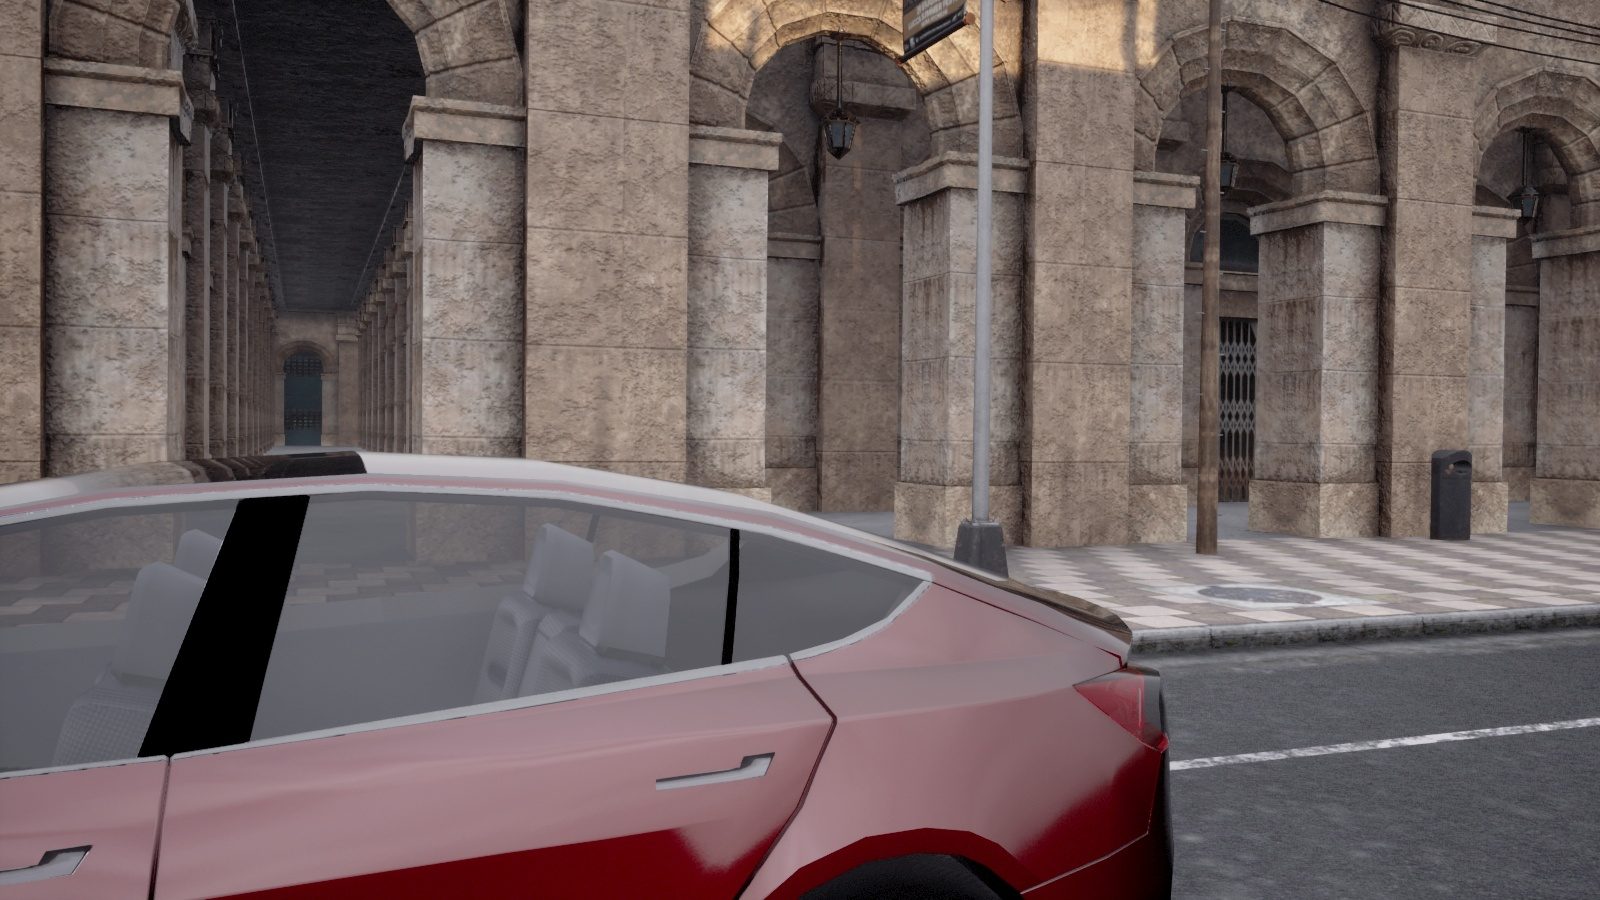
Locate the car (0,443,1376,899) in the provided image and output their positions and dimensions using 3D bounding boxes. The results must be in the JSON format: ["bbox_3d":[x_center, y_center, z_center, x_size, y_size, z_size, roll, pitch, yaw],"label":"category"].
[{"bbox_3d":[-1.450,0.769,2.707,4.792,1.488,2.163,-1,1,-21],"label":"car"}]
